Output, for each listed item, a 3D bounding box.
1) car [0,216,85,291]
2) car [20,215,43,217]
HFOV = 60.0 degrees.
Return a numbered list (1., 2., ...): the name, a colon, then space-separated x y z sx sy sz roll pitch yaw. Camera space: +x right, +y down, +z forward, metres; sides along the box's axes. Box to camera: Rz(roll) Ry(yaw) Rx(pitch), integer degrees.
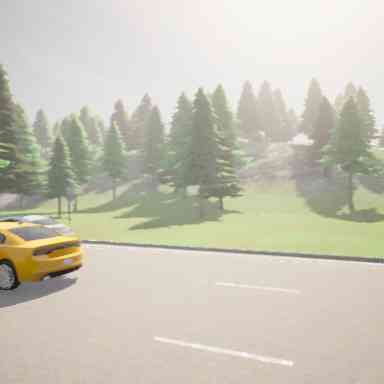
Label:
1. car: -5.369 1.592 9.258 5.008 1.535 1.882 0 -1 23
2. car: -7.071 1.693 13.763 4.674 1.442 1.812 0 -1 23
